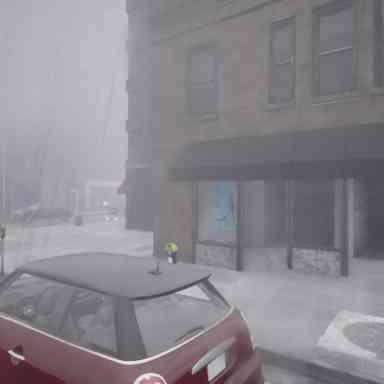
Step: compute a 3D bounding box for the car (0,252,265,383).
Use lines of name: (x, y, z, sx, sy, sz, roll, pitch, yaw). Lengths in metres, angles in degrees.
car: (-1.376, 1.439, 3.830, 4.097, 1.590, 1.967, 0, 0, 36)

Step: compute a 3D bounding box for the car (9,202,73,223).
car: (-11.349, 1.505, 25.345, 1.812, 1.442, 4.674, 0, 0, 37)

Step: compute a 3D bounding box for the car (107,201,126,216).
car: (-6.226, 1.544, 32.622, 1.994, 1.385, 4.181, 0, 0, 35)
